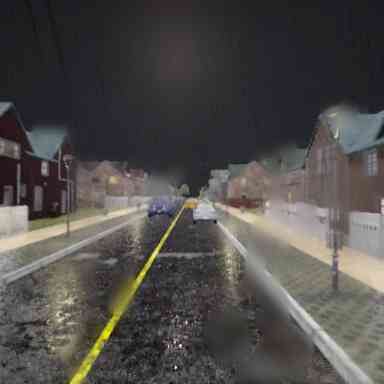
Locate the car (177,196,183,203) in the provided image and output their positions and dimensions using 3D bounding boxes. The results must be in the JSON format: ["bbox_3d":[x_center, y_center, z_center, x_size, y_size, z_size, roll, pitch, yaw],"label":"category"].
[{"bbox_3d":[-2.740,1.633,73.271,2.097,1.767,4.553,0,0,0],"label":"car"}]

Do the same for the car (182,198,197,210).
[{"bbox_3d":[0.018,1.661,45.563,1.882,1.535,5.008,0,0,1],"label":"car"}]

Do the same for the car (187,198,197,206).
[{"bbox_3d":[0.007,1.762,59.682,1.837,1.490,4.892,0,0,0],"label":"car"}]

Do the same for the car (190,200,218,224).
[{"bbox_3d":[0.967,1.621,25.896,1.812,1.442,4.674,0,0,0],"label":"car"}]

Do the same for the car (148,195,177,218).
[{"bbox_3d":[-2.843,1.340,31.539,2.150,2.045,5.566,0,0,0],"label":"car"}]
